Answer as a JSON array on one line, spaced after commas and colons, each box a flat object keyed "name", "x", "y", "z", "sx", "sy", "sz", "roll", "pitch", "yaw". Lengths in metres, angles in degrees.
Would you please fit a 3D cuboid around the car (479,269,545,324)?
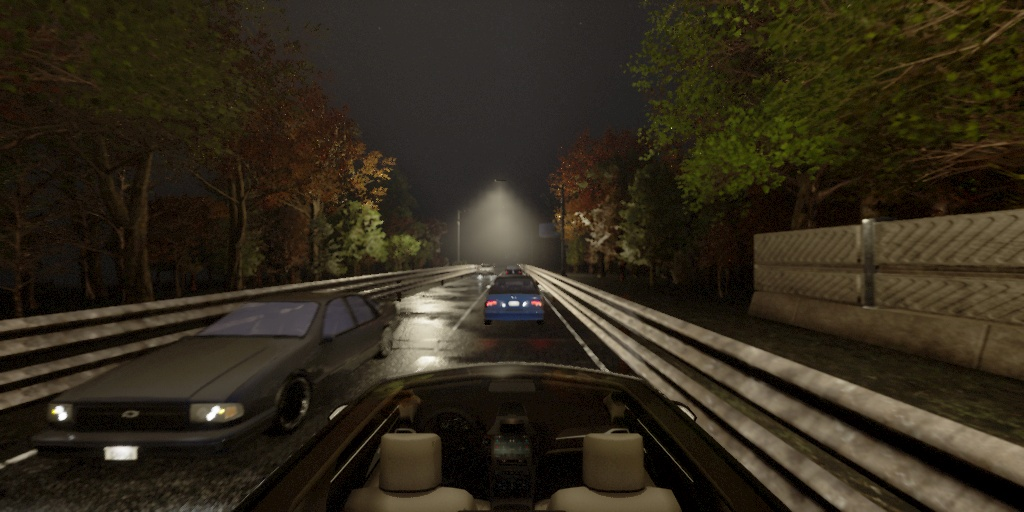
[{"name": "car", "x": 0.070, "y": 1.350, "z": 12.208, "sx": 2.033, "sy": 1.411, "sz": 5.357, "roll": 0, "pitch": 0, "yaw": 0}]

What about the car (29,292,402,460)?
[{"name": "car", "x": -3.348, "y": 1.312, "z": 5.734, "sx": 2.033, "sy": 1.411, "sz": 5.357, "roll": 0, "pitch": 0, "yaw": 0}]

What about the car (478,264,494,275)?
[{"name": "car", "x": -3.308, "y": 1.798, "z": 46.785, "sx": 1.812, "sy": 1.442, "sz": 4.674, "roll": 0, "pitch": -1, "yaw": 0}]

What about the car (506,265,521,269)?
[{"name": "car", "x": 0.124, "y": 1.654, "z": 37.099, "sx": 2.033, "sy": 1.411, "sz": 5.357, "roll": 0, "pitch": -1, "yaw": 0}]
